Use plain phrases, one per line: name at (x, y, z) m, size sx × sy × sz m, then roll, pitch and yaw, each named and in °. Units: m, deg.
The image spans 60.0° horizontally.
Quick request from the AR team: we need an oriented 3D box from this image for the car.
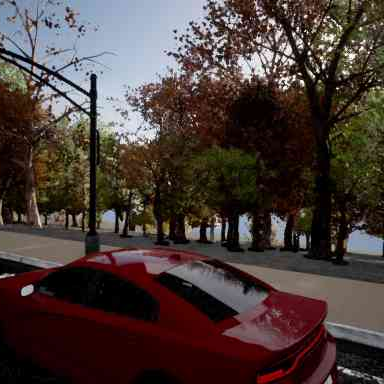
car at (-0.859, 1.477, 4.289) m, size 5.008 × 1.535 × 1.882 m, roll 0°, pitch 0°, yaw 35°
